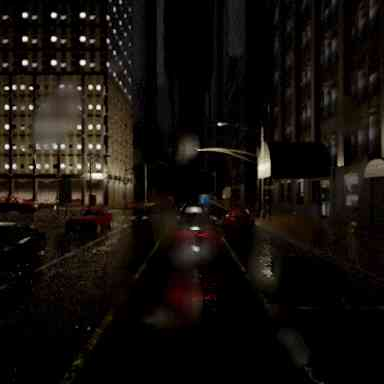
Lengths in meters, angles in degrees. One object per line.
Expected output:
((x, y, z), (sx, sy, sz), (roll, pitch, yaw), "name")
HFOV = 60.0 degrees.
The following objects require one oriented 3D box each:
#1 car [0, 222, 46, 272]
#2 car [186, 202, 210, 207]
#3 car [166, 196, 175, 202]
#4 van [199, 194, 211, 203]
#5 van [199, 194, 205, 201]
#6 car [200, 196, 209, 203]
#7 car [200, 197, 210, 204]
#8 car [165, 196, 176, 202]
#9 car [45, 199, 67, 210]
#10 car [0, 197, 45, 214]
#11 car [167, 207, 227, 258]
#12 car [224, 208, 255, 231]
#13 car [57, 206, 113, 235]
((-5.745, 1.591, 9.517), (1.947, 1.339, 4.313), (0, 0, 0), "car")
((0.123, 1.623, 23.085), (1.994, 1.385, 4.181), (0, 0, 0), "car")
((-5.610, 1.774, 86.951), (1.947, 1.339, 4.313), (0, 0, 0), "car")
((2.747, 1.500, 64.156), (1.690, 1.788, 3.998), (0, 0, 0), "van")
((2.775, 1.560, 92.640), (1.690, 1.788, 3.998), (0, 0, 0), "van")
((2.759, 1.735, 75.549), (2.008, 1.369, 4.403), (0, 0, 0), "car")
((2.754, 1.723, 69.852), (2.008, 1.369, 4.403), (0, 0, 0), "car")
((-5.615, 1.741, 81.255), (1.887, 1.381, 4.507), (0, 0, 0), "car")
((-18.480, 1.613, 42.928), (4.403, 1.369, 2.008), (0, 0, 1), "car")
((-18.575, 1.400, 34.547), (5.009, 1.841, 2.192), (0, 0, 1), "car")
((0.112, 1.539, 12.857), (1.837, 1.490, 4.892), (0, 0, 0), "car")
((2.835, 1.635, 20.563), (1.802, 1.307, 4.206), (0, 0, 0), "car")
((-5.806, 1.594, 19.195), (1.887, 1.381, 4.507), (0, 0, 0), "car")
